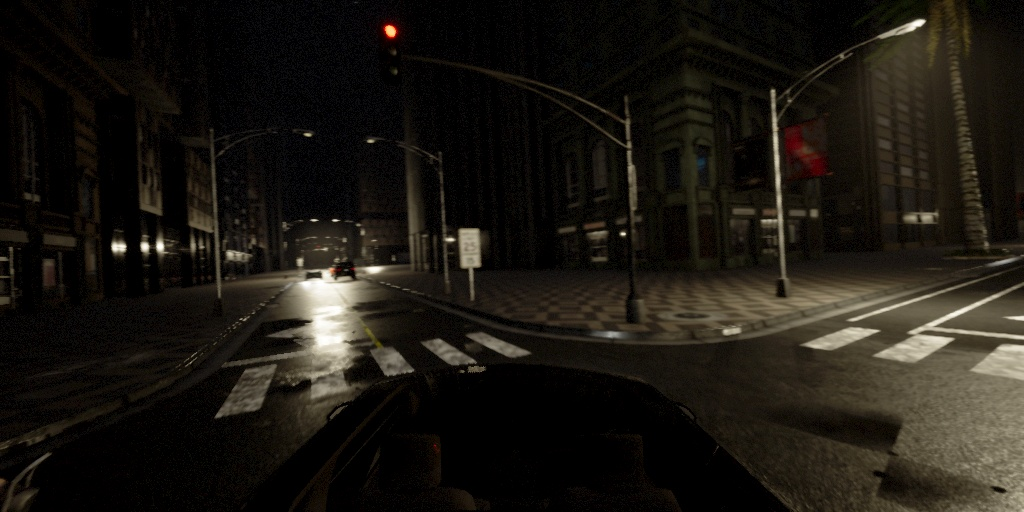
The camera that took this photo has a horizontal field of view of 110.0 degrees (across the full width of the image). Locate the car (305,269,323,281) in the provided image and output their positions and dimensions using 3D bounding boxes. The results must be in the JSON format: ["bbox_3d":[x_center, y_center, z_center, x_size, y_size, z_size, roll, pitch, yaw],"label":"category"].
[{"bbox_3d":[-23.916,2.258,43.373,1.895,1.301,4.718,-3,0,-29],"label":"car"}]

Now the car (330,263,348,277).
[{"bbox_3d":[-24.676,2.007,51.034,2.097,1.767,4.553,-3,0,-28],"label":"car"}]

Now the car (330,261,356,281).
[{"bbox_3d":[-18.976,1.662,40.597,2.150,2.045,5.566,-3,0,-28],"label":"car"}]

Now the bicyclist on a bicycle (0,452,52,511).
[{"bbox_3d":[-2.968,1.343,1.603,1.509,1.612,0.866,-3,0,-27],"label":"bicyclist on a bicycle"}]
